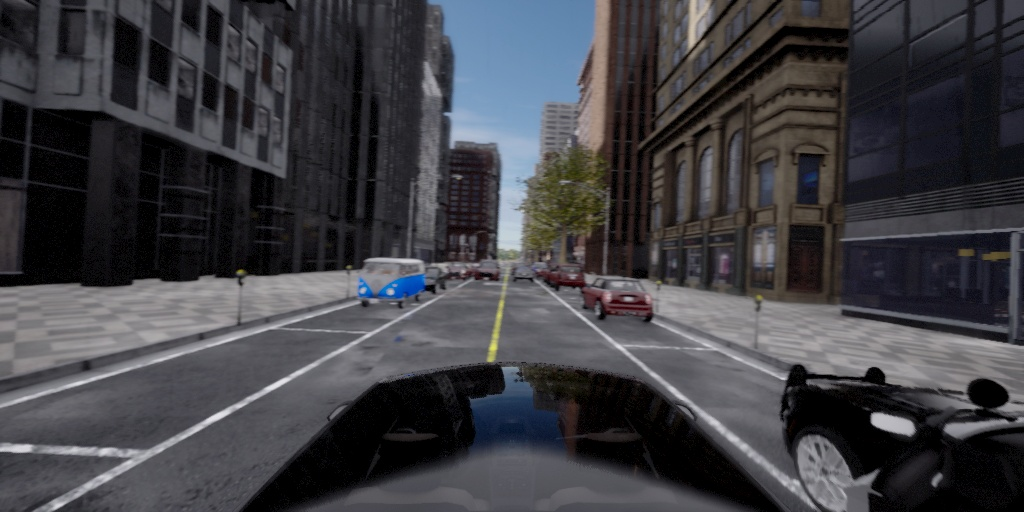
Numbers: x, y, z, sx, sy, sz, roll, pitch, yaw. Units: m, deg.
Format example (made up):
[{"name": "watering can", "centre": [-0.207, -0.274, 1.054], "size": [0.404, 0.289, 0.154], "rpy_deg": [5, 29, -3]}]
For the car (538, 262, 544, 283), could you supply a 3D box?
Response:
[{"name": "car", "centre": [3.763, 1.549, 30.980], "size": [2.192, 1.841, 5.009], "rpy_deg": [0, 0, 0]}]

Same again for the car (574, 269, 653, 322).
[{"name": "car", "centre": [3.888, 1.501, 14.064], "size": [1.967, 1.591, 4.097], "rpy_deg": [0, 0, 0]}]

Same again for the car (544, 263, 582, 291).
[{"name": "car", "centre": [3.805, 1.489, 25.342], "size": [2.192, 1.841, 5.009], "rpy_deg": [0, 0, 0]}]

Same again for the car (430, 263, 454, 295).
[{"name": "car", "centre": [-4.669, 1.257, 19.659], "size": [1.948, 1.339, 4.313], "rpy_deg": [0, 0, 0]}]

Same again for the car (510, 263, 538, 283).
[{"name": "car", "centre": [1.016, 1.670, 33.265], "size": [2.033, 1.411, 5.357], "rpy_deg": [3, -1, -1]}]

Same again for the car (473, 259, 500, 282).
[{"name": "car", "centre": [-2.117, 1.300, 31.762], "size": [2.097, 1.767, 4.553], "rpy_deg": [3, -1, 0]}]

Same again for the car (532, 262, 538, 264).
[{"name": "car", "centre": [3.679, 1.795, 42.258], "size": [1.967, 1.591, 4.097], "rpy_deg": [0, 0, 0]}]

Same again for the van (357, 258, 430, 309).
[{"name": "van", "centre": [-4.627, 0.977, 14.021], "size": [1.690, 1.789, 3.998], "rpy_deg": [0, 0, 0]}]

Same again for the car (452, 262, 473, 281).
[{"name": "car", "centre": [-4.752, 1.250, 30.935], "size": [1.967, 1.591, 4.097], "rpy_deg": [0, 0, 0]}]

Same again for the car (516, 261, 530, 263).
[{"name": "car", "centre": [0.870, 1.594, 44.808], "size": [2.097, 1.767, 4.553], "rpy_deg": [3, -1, 0]}]

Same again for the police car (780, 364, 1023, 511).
[{"name": "police car", "centre": [3.530, 1.348, 1.483], "size": [1.930, 1.638, 5.238], "rpy_deg": [3, -1, 0]}]
